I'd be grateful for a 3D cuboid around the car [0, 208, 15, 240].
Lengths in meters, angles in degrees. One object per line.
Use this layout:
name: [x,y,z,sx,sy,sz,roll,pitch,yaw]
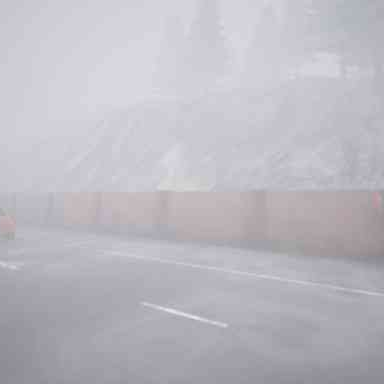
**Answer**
car: [-10.931,1.511,16.825,4.553,1.767,2.097,-1,0,38]
